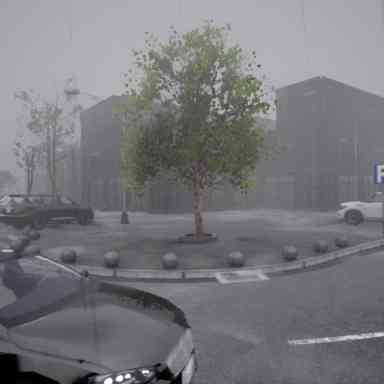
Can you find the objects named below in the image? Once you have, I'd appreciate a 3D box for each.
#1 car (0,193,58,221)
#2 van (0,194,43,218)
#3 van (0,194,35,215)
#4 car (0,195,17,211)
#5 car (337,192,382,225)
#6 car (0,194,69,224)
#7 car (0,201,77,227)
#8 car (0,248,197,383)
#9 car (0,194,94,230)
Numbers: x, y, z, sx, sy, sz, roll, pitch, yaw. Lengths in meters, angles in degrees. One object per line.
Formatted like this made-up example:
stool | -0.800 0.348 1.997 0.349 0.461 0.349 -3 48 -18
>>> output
car | -14.321 1.157 27.663 2.435 2.045 5.566 0 0 31
van | -16.102 1.185 30.103 1.878 1.987 4.442 0 0 31
van | -17.947 1.187 32.416 1.878 1.987 4.442 0 0 31
car | -23.528 1.293 39.275 2.185 1.767 4.553 0 0 31
car | 11.807 0.958 20.103 5.566 2.045 2.435 -1 0 33
car | -12.476 1.155 25.349 2.435 2.045 5.566 0 0 31
car | -10.619 1.433 23.036 2.163 1.488 4.792 0 0 31
car | -2.407 1.462 3.806 4.902 1.511 2.128 0 1 15
car | -8.769 1.151 20.780 2.435 2.045 5.566 0 0 32
